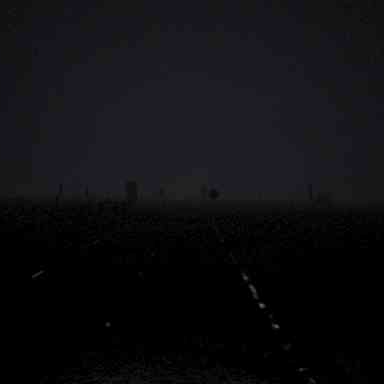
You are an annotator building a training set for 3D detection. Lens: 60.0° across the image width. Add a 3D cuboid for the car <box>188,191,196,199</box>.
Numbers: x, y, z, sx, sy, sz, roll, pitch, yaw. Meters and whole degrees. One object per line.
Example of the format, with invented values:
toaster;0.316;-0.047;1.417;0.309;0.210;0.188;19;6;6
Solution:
car;-0.021;0.916;86.572;2.097;1.767;4.553;0;0;0
